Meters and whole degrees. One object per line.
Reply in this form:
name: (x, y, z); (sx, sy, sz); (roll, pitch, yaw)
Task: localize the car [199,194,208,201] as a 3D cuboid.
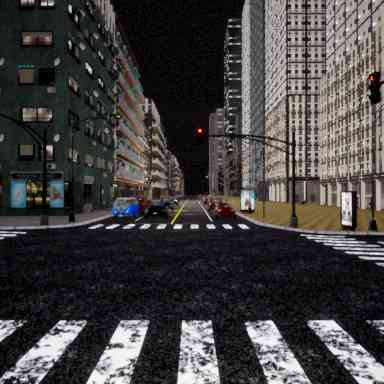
car: (2.838, 1.373, 83.695); (2.192, 1.841, 5.009); (0, 0, 0)

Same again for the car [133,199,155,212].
car: (-5.618, 1.560, 39.490); (1.887, 1.381, 4.507); (0, 0, 0)

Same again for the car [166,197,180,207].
car: (-2.993, 1.572, 53.426); (2.033, 1.411, 5.357); (0, 0, 0)

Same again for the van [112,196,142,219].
van: (-5.635, 1.351, 28.434); (1.690, 1.788, 3.998); (0, 0, 0)

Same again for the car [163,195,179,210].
car: (-3.034, 1.507, 39.478); (2.128, 1.511, 4.902); (0, 0, 0)

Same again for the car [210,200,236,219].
car: (2.744, 1.592, 28.419); (1.802, 1.307, 4.206); (0, 0, 0)

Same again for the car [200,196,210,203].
car: (2.818, 1.590, 72.640); (1.887, 1.381, 4.507); (0, 0, 0)

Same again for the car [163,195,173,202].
car: (-5.553, 1.492, 78.182); (1.967, 1.590, 4.097); (0, 0, 0)

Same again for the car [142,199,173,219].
car: (-3.051, 1.574, 29.455); (1.994, 1.385, 4.181); (0, 0, 0)

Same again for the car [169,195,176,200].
car: (-5.526, 1.639, 94.765); (1.947, 1.339, 4.313); (0, 0, 0)

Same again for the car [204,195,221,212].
car: (2.764, 1.456, 39.475); (1.967, 1.590, 4.097); (0, 0, 0)

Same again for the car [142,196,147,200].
car: (-5.626, 1.327, 33.962); (2.192, 1.841, 5.009); (0, 0, 0)

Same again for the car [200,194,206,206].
car: (2.791, 1.468, 56.057); (1.967, 1.590, 4.097); (0, 0, 0)

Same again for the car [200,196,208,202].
car: (2.827, 1.634, 78.167); (1.802, 1.307, 4.206); (0, 0, 0)
